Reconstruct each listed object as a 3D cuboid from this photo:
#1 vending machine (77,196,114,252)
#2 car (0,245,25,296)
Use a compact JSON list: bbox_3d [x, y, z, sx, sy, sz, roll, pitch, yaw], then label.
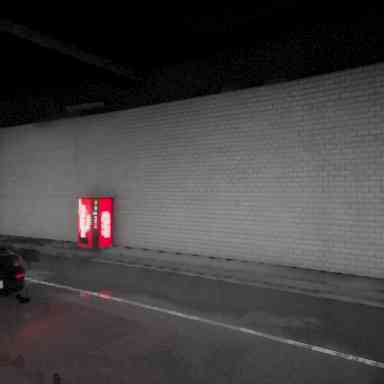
[{"bbox_3d":[-3.784,1.195,13.047,0.880,2.100,1.100,0,0,29],"label":"vending machine"},{"bbox_3d":[-5.550,1.525,7.169,4.674,1.442,1.812,0,0,30],"label":"car"}]
